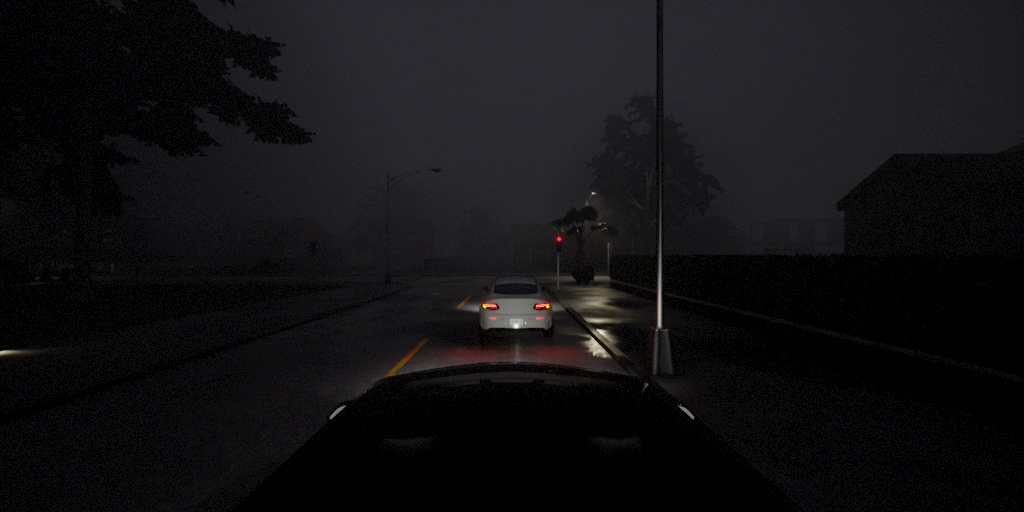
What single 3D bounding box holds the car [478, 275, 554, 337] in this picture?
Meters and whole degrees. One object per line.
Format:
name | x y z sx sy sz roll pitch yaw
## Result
car | 0.092 1.271 10.138 1.812 1.442 4.674 0 0 0
